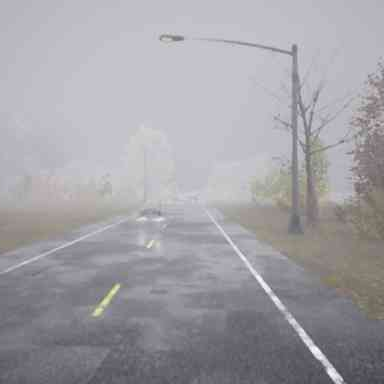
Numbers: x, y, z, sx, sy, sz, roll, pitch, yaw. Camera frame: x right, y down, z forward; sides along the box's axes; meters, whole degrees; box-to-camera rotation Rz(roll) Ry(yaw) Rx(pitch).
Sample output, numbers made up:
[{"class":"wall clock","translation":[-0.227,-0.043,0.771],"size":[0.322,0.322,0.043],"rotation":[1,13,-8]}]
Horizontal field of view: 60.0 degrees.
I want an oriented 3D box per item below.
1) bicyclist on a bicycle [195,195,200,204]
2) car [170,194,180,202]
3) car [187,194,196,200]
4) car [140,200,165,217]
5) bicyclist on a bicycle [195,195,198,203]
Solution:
[{"class":"bicyclist on a bicycle","translation":[0.873,1.331,55.760],"size":[0.866,1.612,1.509],"rotation":[0,2,0]},{"class":"car","translation":[-3.614,1.177,72.205],"size":[2.097,1.767,4.553],"rotation":[0,0,0]},{"class":"car","translation":[-0.127,1.254,81.449],"size":[1.812,1.442,4.674],"rotation":[0,0,0]},{"class":"car","translation":[-3.642,1.475,30.953],"size":[1.812,1.442,4.674],"rotation":[0,0,0]},{"class":"bicyclist on a bicycle","translation":[0.862,1.327,64.003],"size":[0.582,1.620,1.656],"rotation":[0,0,0]}]
